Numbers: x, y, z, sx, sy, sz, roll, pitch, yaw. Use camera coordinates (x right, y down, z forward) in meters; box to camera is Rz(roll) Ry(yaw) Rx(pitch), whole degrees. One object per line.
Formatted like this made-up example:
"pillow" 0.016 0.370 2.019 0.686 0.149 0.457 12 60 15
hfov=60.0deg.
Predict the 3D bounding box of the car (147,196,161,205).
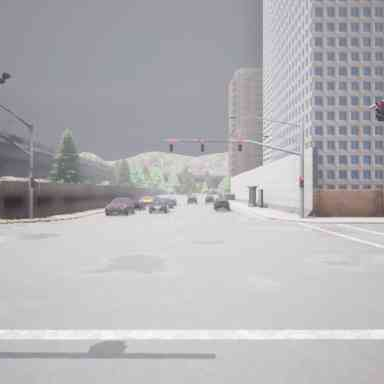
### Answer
"car" -6.996 1.478 61.891 1.882 1.535 5.008 0 0 1

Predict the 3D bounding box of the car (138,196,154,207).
"car" -7.034 1.478 51.413 1.882 1.535 5.008 0 0 0

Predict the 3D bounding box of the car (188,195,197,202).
"car" 0.078 1.328 74.507 1.837 1.490 4.892 0 0 0

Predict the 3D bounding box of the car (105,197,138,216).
"car" -7.059 1.352 32.911 2.097 1.767 4.553 0 0 0

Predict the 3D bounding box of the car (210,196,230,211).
"car" 3.646 1.505 41.608 1.837 1.490 4.892 0 0 0

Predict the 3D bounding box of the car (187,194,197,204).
"car" 0.068 1.478 64.285 1.882 1.535 5.008 0 0 0

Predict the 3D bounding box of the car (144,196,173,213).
"car" -3.550 1.492 36.497 2.128 1.511 4.902 0 0 0

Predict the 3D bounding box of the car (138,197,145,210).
"car" -7.049 1.601 41.897 1.895 1.301 4.718 0 0 0

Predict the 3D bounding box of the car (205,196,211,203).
"car" 3.593 1.507 66.749 1.837 1.490 4.892 0 1 1

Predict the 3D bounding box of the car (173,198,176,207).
"car" -3.550 1.564 45.416 1.994 1.385 4.181 0 0 -1
